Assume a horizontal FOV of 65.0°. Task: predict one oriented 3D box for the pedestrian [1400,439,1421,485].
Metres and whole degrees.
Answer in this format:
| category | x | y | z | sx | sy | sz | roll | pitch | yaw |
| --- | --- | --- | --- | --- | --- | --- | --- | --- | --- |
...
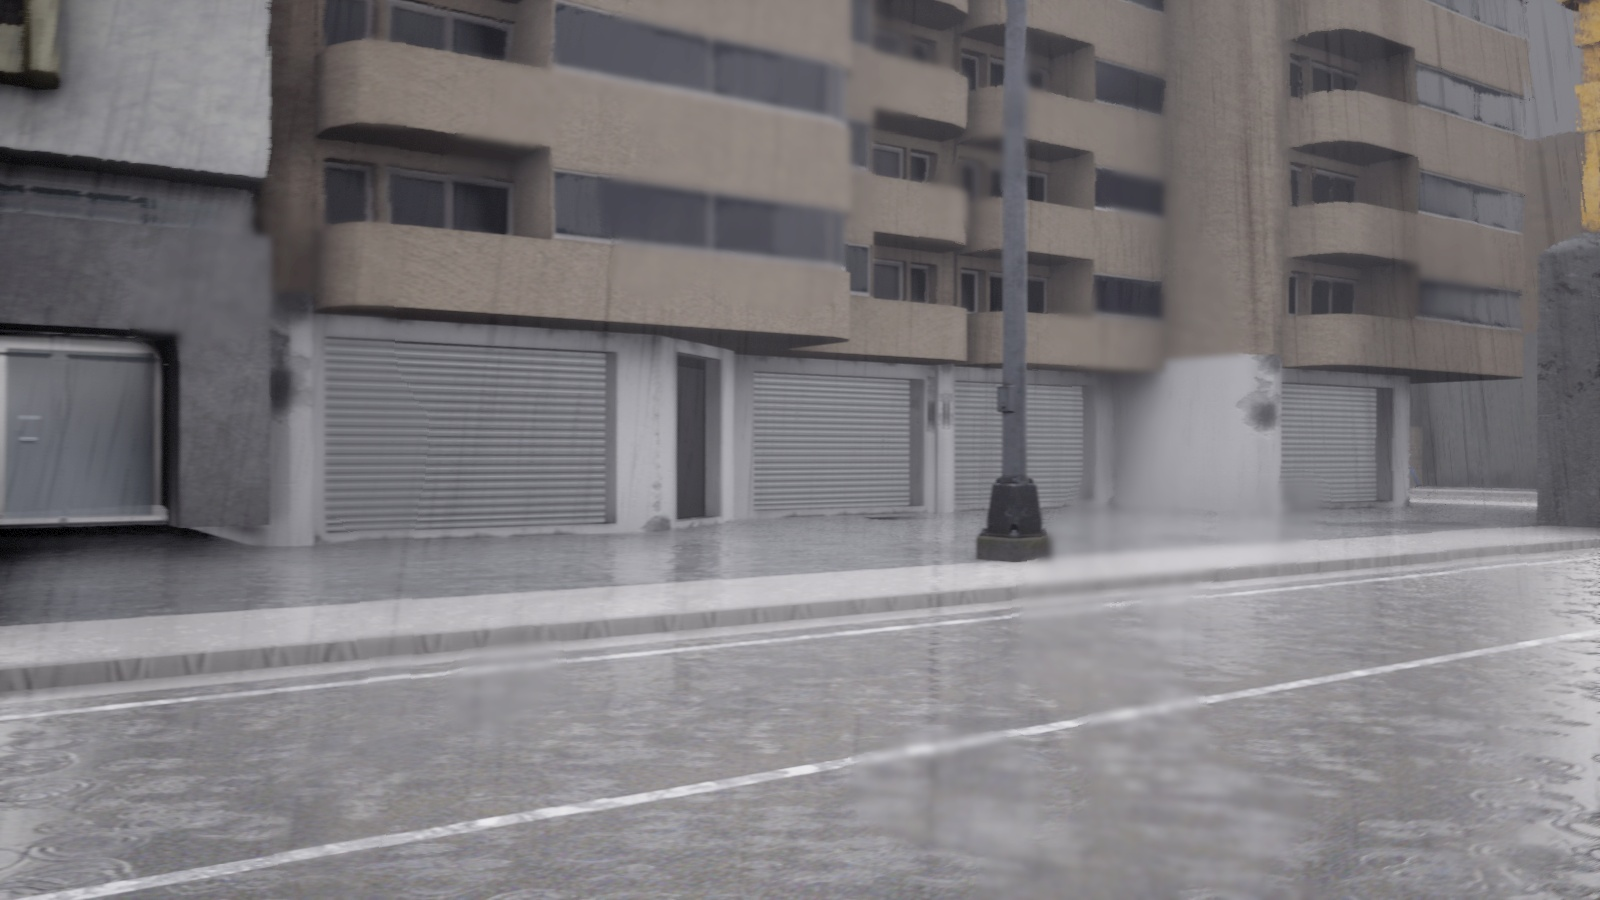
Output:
| category | x | y | z | sx | sy | sz | roll | pitch | yaw |
| --- | --- | --- | --- | --- | --- | --- | --- | --- | --- |
| pedestrian | 24.931 | 0.483 | 51.298 | 0.706 | 1.836 | 0.354 | 0 | 0 | 44 |
